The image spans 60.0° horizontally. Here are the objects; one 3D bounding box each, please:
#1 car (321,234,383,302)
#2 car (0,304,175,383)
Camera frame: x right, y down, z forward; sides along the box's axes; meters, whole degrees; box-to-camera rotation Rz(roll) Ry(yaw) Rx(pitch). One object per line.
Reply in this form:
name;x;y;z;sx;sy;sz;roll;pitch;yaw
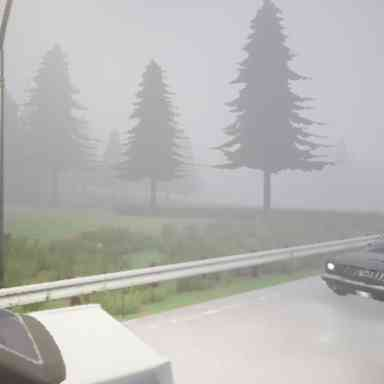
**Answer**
car;5.052;1.636;7.586;4.718;1.301;1.895;0;0;-35
car;-2.557;1.595;2.172;4.718;1.301;1.895;0;0;-36
